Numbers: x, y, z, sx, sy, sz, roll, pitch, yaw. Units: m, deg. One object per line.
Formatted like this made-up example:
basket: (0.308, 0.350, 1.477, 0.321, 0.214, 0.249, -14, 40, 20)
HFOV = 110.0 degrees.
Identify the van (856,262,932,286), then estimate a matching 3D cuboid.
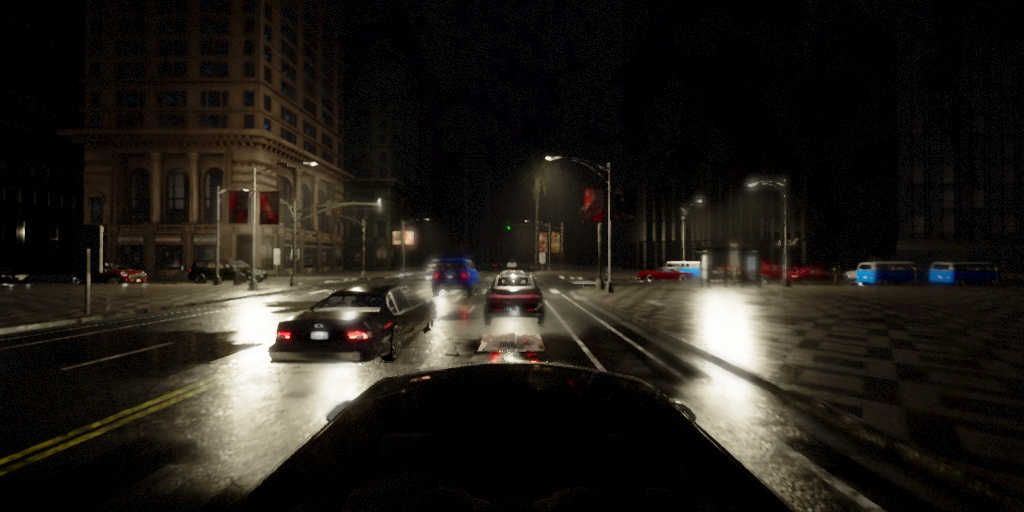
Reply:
van: (28.422, 1.372, 26.980, 3.998, 1.789, 1.690, 0, 0, 0)

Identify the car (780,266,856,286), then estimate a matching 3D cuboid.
car: (22.744, 1.617, 26.977, 4.207, 1.307, 1.802, 0, 0, 0)

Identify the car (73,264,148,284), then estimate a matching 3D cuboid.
car: (-33.166, 1.462, 29.729, 4.553, 1.767, 2.097, 0, 0, 0)

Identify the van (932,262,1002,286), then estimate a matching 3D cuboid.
van: (34.099, 1.370, 26.983, 3.998, 1.789, 1.690, 0, 0, 0)

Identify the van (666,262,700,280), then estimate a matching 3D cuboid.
van: (17.061, 1.454, 35.498, 3.998, 1.789, 1.690, 0, 0, 0)

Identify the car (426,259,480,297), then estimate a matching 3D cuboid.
car: (-3.153, 1.193, 20.869, 2.150, 2.045, 5.566, 0, -1, 0)

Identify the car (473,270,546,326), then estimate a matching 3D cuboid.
car: (0.083, 1.364, 12.231, 2.128, 1.511, 4.902, 0, -1, 0)

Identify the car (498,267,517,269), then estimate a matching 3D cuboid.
car: (0.091, 1.609, 24.079, 1.895, 1.301, 4.718, 0, -1, 0)

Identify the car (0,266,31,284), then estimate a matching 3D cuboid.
car: (-43.149, 1.615, 29.779, 4.902, 1.511, 2.128, 0, 0, 0)

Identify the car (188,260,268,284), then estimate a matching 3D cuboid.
car: (-23.448, 1.320, 29.678, 5.566, 2.045, 2.150, 0, 0, 0)

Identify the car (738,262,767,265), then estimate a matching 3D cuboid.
car: (23.332, 1.563, 32.845, 5.008, 1.535, 1.882, 0, 0, 0)

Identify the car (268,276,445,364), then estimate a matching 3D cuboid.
car: (-3.148, 1.374, 8.369, 2.033, 1.411, 5.357, 0, -1, 0)

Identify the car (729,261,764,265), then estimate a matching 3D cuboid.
car: (22.738, 1.424, 35.501, 5.009, 1.841, 2.192, 0, 0, 0)

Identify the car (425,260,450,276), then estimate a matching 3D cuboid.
car: (-9.851, 1.508, 48.057, 2.150, 2.045, 5.566, 0, -1, 0)

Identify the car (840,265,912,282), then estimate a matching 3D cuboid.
car: (33.274, 1.606, 32.844, 4.674, 1.442, 1.812, 0, 0, 1)

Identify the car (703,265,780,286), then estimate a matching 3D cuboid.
car: (17.067, 1.590, 26.974, 4.403, 1.370, 2.007, 0, 0, 0)

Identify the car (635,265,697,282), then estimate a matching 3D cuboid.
car: (13.890, 1.693, 32.841, 4.718, 1.301, 1.895, 0, 0, 2)
